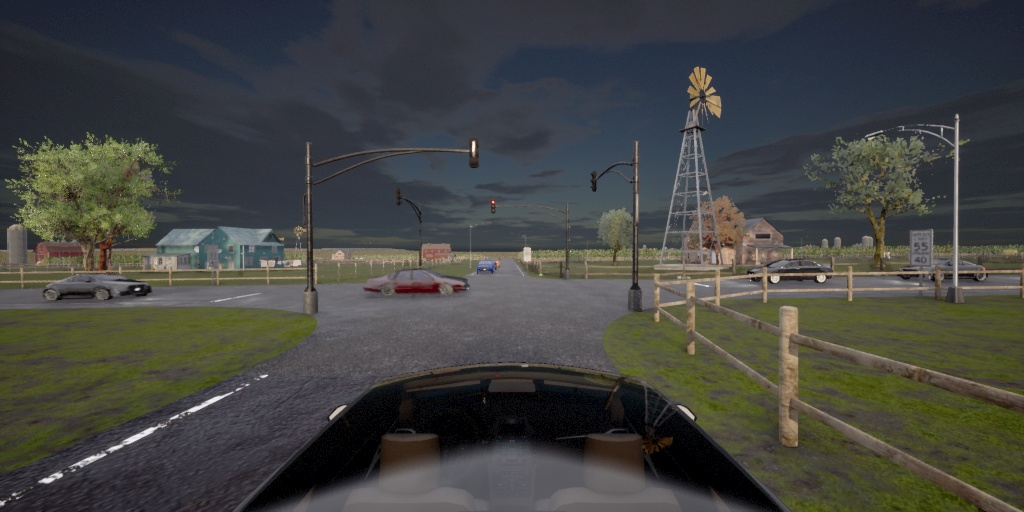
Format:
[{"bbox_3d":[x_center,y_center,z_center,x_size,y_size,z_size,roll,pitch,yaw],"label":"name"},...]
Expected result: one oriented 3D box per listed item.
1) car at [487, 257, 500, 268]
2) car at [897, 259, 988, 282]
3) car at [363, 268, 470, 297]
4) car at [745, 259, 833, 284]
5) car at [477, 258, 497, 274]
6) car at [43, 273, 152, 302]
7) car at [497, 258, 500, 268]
[{"bbox_3d":[-3.166,1.099,62.498,2.097,1.767,4.553,0,0,0],"label":"car"},{"bbox_3d":[27.545,0.886,23.045,4.181,1.385,1.994,-1,1,0],"label":"car"},{"bbox_3d":[-5.028,1.375,19.197,5.357,1.411,2.033,-1,1,0],"label":"car"},{"bbox_3d":[17.686,0.957,23.003,4.892,1.490,1.837,-1,1,0],"label":"car"},{"bbox_3d":[-3.047,1.222,42.003,1.882,1.535,5.008,0,0,-1],"label":"car"},{"bbox_3d":[-21.993,1.622,19.122,4.181,1.385,1.994,-1,1,0],"label":"car"},{"bbox_3d":[-3.117,1.293,51.907,2.033,1.411,5.357,0,0,-1],"label":"car"}]
